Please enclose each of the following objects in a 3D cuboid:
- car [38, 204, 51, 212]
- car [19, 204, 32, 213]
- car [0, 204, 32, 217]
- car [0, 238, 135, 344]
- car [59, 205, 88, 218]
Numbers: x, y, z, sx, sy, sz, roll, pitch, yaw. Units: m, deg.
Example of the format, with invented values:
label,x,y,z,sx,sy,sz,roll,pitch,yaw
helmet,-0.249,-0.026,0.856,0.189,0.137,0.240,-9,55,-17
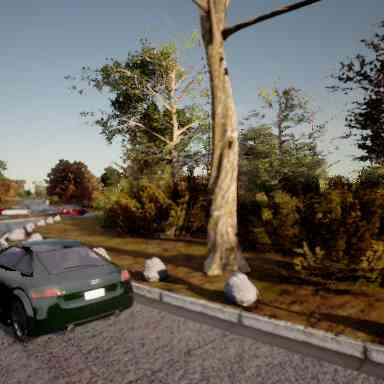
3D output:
label,x,y,z,sx,sy,sz,roll,pitch,yaw
car,-27.487,3.000,61.954,1.812,1.442,4.674,0,-1,-21
car,-30.898,3.017,61.778,1.837,1.490,4.892,0,0,-23
car,-24.487,2.771,46.431,1.895,1.301,4.718,-1,-1,-2
car,-3.035,1.651,6.727,4.181,1.385,1.994,-1,-1,43
car,-15.913,2.491,44.763,2.097,1.767,4.553,-1,0,10
